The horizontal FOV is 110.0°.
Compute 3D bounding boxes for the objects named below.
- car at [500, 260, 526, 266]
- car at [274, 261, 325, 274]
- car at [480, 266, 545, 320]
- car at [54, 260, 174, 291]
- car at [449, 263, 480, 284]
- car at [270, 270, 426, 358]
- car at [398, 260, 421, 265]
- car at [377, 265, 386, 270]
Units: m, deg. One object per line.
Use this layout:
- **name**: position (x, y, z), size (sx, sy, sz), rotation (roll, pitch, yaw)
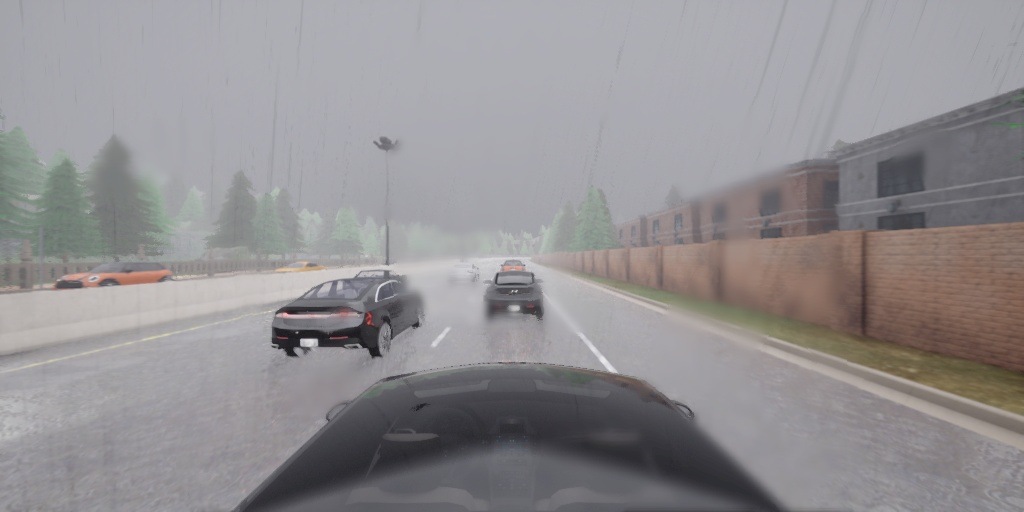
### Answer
- **car**: position (0.094, 1.102, 30.514), size (2.097, 1.767, 4.553), rotation (0, 0, 0)
- **car**: position (-17.593, 1.229, 29.879), size (1.882, 1.535, 5.008), rotation (0, 0, 0)
- **car**: position (0.092, 1.255, 12.556), size (1.837, 1.490, 4.892), rotation (0, 0, 0)
- **car**: position (-21.098, 1.104, 19.272), size (2.097, 1.767, 4.553), rotation (0, 0, 0)
- **car**: position (-3.419, 1.276, 26.746), size (1.812, 1.442, 4.674), rotation (0, 0, 0)
- **car**: position (-3.402, 1.242, 8.445), size (2.128, 1.511, 4.902), rotation (0, 0, 0)
- **car**: position (-14.033, 1.258, 50.460), size (1.837, 1.490, 4.892), rotation (0, -1, 0)
- **car**: position (-6.904, 1.351, 18.809), size (1.895, 1.301, 4.718), rotation (0, 0, 0)
